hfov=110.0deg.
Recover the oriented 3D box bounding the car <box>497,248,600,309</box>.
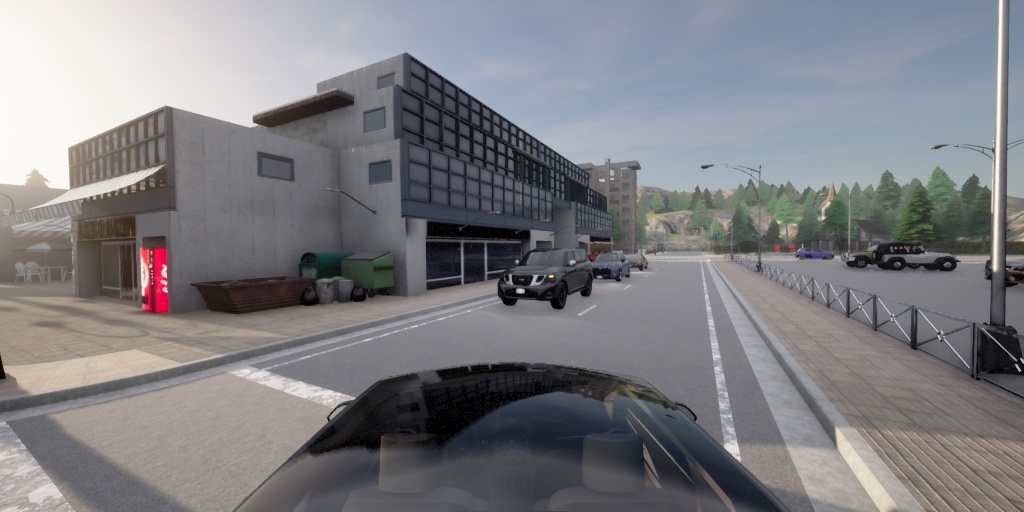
[{"bbox_3d":[1.543,0.700,13.921,2.150,2.045,5.566,0,1,27],"label":"car"}]

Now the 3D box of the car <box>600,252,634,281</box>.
[{"bbox_3d":[6.086,0.573,22.645,2.097,1.767,4.553,0,1,28],"label":"car"}]

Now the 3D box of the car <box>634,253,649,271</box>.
[{"bbox_3d":[10.817,0.480,31.718,1.812,1.442,4.674,0,1,28],"label":"car"}]
